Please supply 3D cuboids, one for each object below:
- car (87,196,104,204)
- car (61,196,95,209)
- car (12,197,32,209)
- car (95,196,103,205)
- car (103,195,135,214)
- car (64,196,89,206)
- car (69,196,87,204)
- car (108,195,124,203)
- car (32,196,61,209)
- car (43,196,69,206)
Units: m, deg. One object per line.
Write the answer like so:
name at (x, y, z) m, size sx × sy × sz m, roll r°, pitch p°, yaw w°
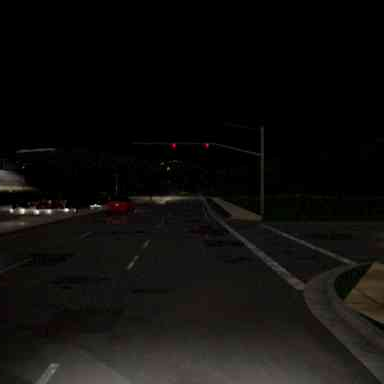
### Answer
car at (-18.361, 1.499, 63.609) m, size 1.895 × 1.301 × 4.718 m, roll 0°, pitch 0°, yaw 1°
car at (-15.288, 1.475, 44.942) m, size 2.033 × 1.411 × 5.357 m, roll 0°, pitch 0°, yaw 2°
car at (-22.283, 1.433, 44.858) m, size 1.837 × 1.490 × 4.892 m, roll 0°, pitch 0°, yaw 2°
car at (-15.037, 1.459, 55.000) m, size 2.033 × 1.411 × 5.357 m, roll 0°, pitch 0°, yaw 1°
car at (-7.297, 1.296, 34.491) m, size 2.097 × 1.767 × 4.553 m, roll 0°, pitch 0°, yaw 0°
car at (-18.565, 1.461, 53.654) m, size 2.033 × 1.411 × 5.357 m, roll 0°, pitch 0°, yaw 1°
car at (-21.859, 1.462, 63.739) m, size 1.994 × 1.385 × 4.181 m, roll 0°, pitch 0°, yaw 1°
car at (-14.828, 1.400, 65.176) m, size 1.837 × 1.490 × 4.892 m, roll 0°, pitch 0°, yaw 1°
car at (-18.807, 1.281, 44.245) m, size 2.097 × 1.767 × 4.553 m, roll 0°, pitch 0°, yaw 2°
car at (-22.059, 1.405, 53.982) m, size 2.128 × 1.511 × 4.902 m, roll 0°, pitch 0°, yaw 1°
